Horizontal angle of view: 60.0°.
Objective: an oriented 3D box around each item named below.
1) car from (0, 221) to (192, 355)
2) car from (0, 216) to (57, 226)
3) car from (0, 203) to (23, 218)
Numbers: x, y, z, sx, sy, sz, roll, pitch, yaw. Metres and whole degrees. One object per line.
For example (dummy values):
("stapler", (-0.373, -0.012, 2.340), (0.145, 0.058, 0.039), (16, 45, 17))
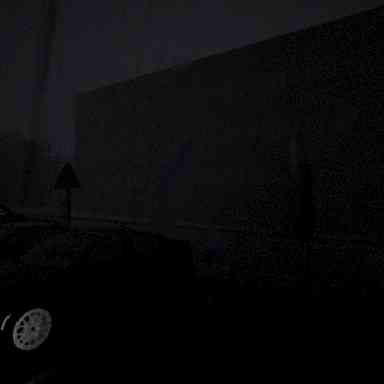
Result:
("car", (-1.978, 1.456, 6.408), (2.097, 1.535, 5.008), (0, 0, 35))
("car", (-4.282, 1.481, 8.047), (2.002, 1.452, 4.674), (0, 0, 35))
("car", (-6.567, 1.174, 9.706), (2.435, 2.045, 5.566), (0, 0, 35))
